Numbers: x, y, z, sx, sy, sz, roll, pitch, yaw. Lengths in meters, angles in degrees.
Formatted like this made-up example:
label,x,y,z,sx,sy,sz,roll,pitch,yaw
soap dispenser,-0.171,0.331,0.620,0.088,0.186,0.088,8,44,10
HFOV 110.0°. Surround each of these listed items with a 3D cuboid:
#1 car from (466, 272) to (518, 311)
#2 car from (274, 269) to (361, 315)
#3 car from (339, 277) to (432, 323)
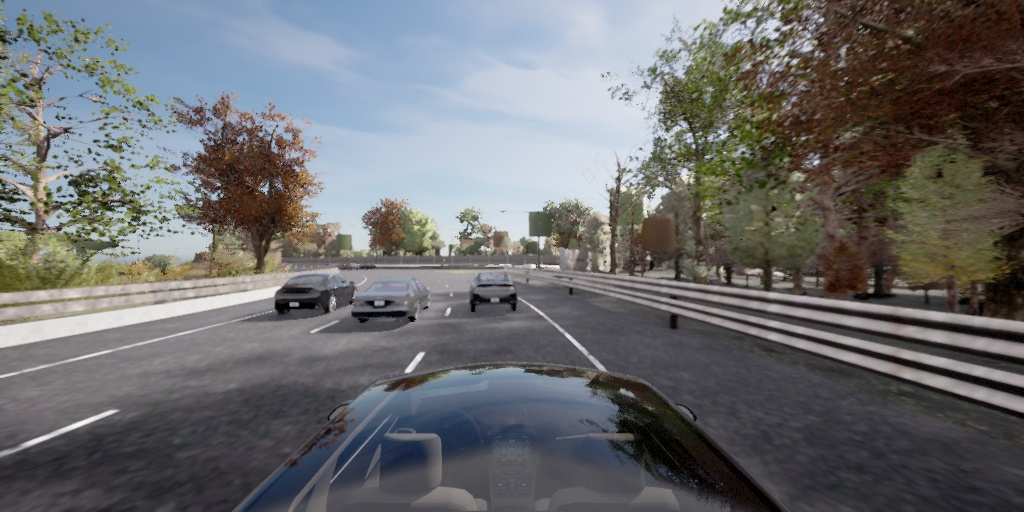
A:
label,x,y,z,sx,sy,sz,roll,pitch,yaw
car,-0.898,1.431,15.474,2.128,1.511,4.902,0,-1,-7
car,-7.884,1.465,14.894,1.837,1.490,4.892,0,0,-7
car,-4.135,1.467,13.039,2.033,1.411,5.357,0,-1,-6
